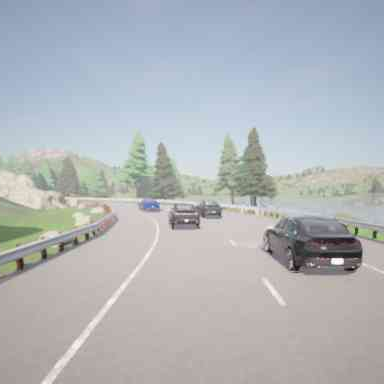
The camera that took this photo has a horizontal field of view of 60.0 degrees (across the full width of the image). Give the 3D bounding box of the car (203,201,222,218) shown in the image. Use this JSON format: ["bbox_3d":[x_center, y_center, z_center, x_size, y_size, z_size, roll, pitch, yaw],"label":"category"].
[{"bbox_3d":[1.352,1.541,30.753,2.128,1.511,4.902,0,0,-12],"label":"car"}]

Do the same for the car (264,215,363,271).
[{"bbox_3d":[3.690,1.527,10.916,1.837,1.490,4.892,0,0,-1],"label":"car"}]

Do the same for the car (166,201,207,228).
[{"bbox_3d":[-0.644,1.525,22.331,2.128,1.511,4.902,0,0,-8],"label":"car"}]

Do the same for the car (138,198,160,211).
[{"bbox_3d":[-5.388,1.532,40.955,1.882,1.535,5.008,0,0,-20],"label":"car"}]
